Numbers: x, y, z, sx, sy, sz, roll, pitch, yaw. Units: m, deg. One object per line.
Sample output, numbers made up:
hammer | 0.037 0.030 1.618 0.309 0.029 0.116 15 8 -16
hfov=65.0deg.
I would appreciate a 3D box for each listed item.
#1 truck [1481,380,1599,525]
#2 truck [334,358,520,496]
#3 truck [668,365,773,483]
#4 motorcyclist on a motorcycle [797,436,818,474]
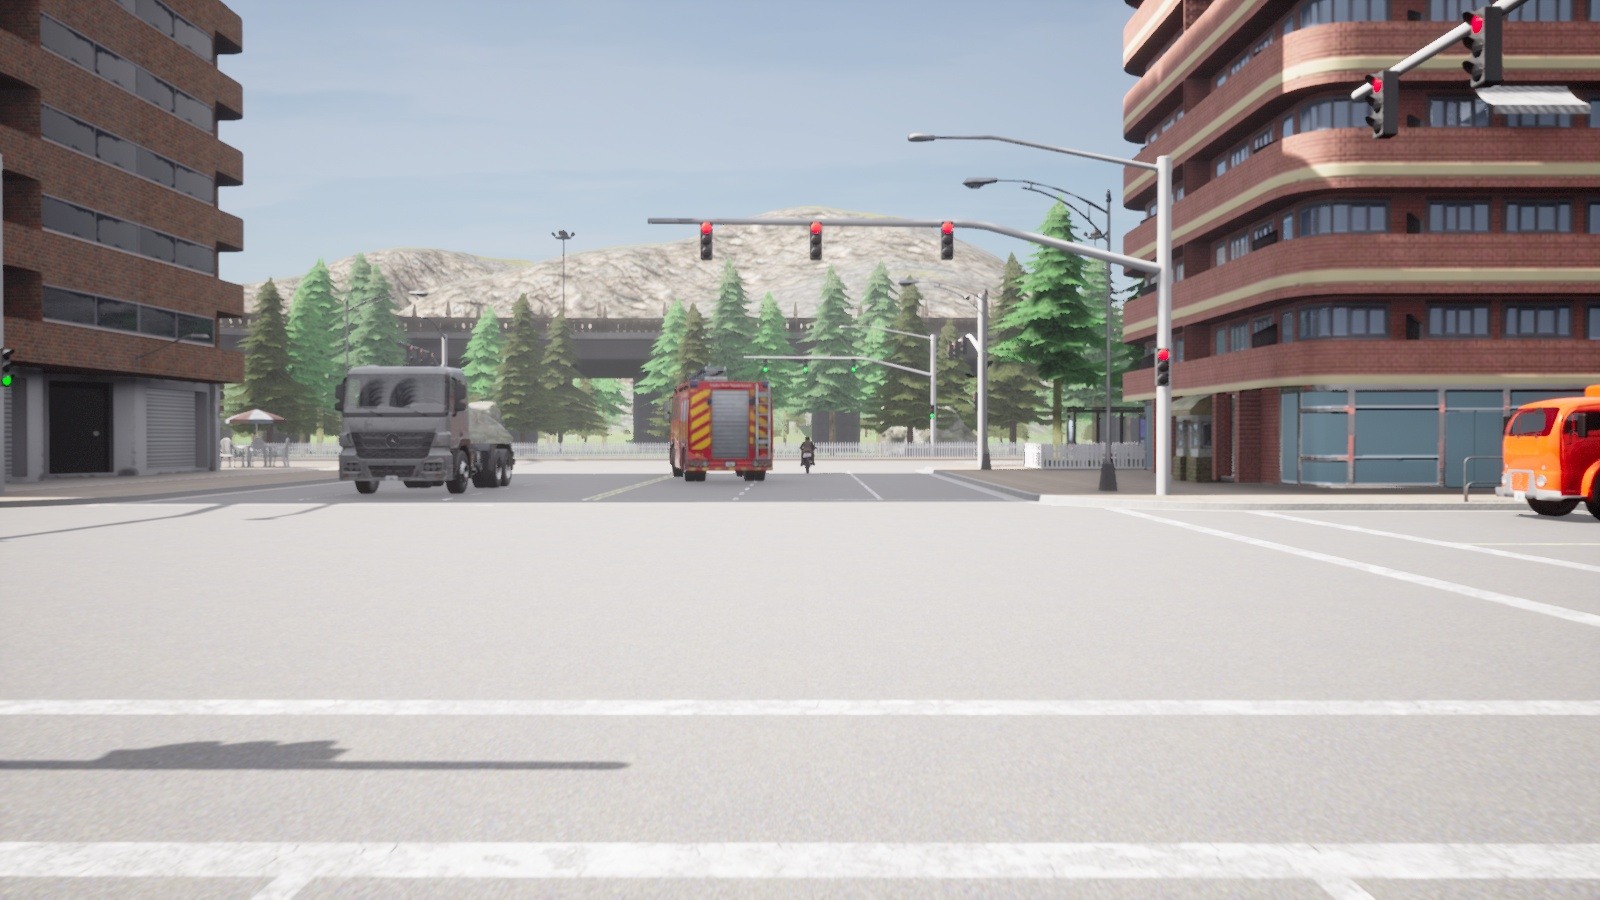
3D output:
truck | 15.580 0.034 22.608 5.204 2.467 2.627 0 1 0
truck | -10.282 -0.618 35.612 2.891 3.462 7.936 0 1 0
truck | -3.029 -0.897 45.304 2.891 3.827 8.468 0 1 -10
motorcyclist on a motorcycle | 0.305 0.192 51.001 0.797 1.523 2.044 0 0 0
